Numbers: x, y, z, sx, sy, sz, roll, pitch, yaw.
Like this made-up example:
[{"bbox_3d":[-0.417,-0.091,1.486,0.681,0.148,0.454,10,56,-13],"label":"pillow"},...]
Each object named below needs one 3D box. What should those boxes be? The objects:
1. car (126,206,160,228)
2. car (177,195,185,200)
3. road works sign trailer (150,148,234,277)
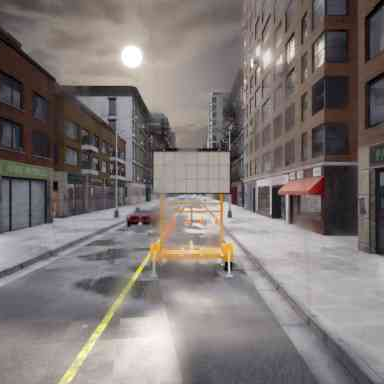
[{"bbox_3d":[-3.120,1.607,22.260,1.895,1.301,4.718,0,0,0],"label":"car"},{"bbox_3d":[-3.089,1.591,94.390,1.812,1.442,4.674,0,0,0],"label":"car"},{"bbox_3d":[-0.008,0.465,10.225,2.380,3.560,2.880,0,0,0],"label":"road works sign trailer"}]
